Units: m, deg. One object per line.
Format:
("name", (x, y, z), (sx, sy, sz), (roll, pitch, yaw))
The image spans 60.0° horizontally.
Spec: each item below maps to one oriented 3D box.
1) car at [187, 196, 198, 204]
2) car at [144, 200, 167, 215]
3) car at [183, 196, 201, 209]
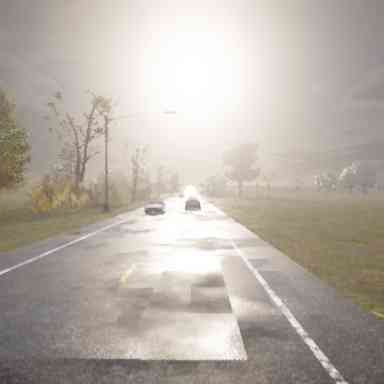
("car", (0.120, 1.398, 62.167), (2.033, 1.411, 5.357), (0, 0, 0))
("car", (-3.586, 1.472, 33.499), (2.033, 1.411, 5.357), (0, 0, 0))
("car", (0.115, 1.463, 43.877), (1.994, 1.385, 4.181), (0, 0, 0))
